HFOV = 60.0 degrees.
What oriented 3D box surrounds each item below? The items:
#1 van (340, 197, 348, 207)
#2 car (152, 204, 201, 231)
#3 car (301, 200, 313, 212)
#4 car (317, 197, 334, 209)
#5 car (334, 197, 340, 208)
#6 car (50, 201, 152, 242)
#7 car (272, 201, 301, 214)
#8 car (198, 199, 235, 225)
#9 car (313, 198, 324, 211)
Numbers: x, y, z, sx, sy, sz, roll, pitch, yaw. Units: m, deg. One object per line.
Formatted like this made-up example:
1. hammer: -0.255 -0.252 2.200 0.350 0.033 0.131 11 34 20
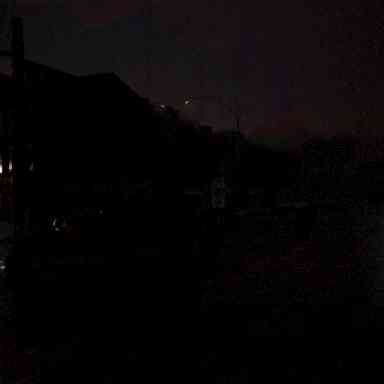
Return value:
1. van: 29.820 1.943 66.009 1.690 1.788 3.998 -1 -1 35
2. car: -1.606 1.706 21.764 1.947 1.339 4.313 -1 -1 35
3. car: 14.008 1.887 43.747 1.752 1.417 4.829 -1 -1 35
4. car: 20.391 1.771 52.736 2.192 1.841 5.009 -1 -1 35
5. car: 23.534 1.944 57.159 1.967 1.590 4.097 -1 -1 35
6. car: -4.749 1.413 17.343 2.192 1.841 5.009 -1 -1 35
7. car: 10.964 1.868 39.461 2.008 1.369 4.403 -1 -1 35
8. car: 1.536 1.498 26.191 2.192 1.841 5.009 -1 -1 35
9. car: 17.250 1.975 48.309 1.947 1.339 4.313 -1 -1 35
